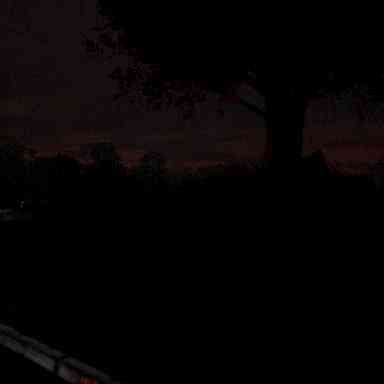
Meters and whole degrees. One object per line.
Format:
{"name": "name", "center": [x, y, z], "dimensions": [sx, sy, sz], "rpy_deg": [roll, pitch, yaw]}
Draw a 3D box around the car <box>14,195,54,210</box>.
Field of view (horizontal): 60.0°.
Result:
{"name": "car", "center": [-19.728, 1.272, 41.554], "dimensions": [2.097, 1.767, 4.553], "rpy_deg": [0, 0, 33]}
